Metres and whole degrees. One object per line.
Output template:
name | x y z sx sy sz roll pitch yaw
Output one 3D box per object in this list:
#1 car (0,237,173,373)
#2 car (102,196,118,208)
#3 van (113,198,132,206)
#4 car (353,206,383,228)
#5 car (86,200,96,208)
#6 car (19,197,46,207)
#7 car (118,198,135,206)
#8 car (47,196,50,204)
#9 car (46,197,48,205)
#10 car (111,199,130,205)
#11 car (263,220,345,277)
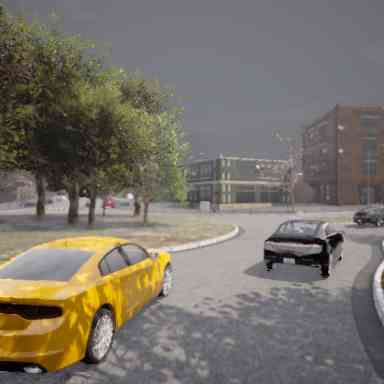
car | -1.799 1.565 6.108 1.882 1.535 5.008 -1 -1 13
car | -16.981 2.263 67.221 2.150 2.045 5.566 0 -1 -20
van | -17.611 2.465 84.068 4.442 1.987 1.878 0 0 -17
car | 14.734 1.861 25.600 4.892 1.490 1.837 -1 -1 -20
car | -21.676 2.420 71.293 2.097 1.767 4.553 0 -1 -17
car | -34.900 2.366 72.078 4.553 1.767 2.185 0 -1 -17
car | -15.131 2.654 76.100 4.792 1.488 2.163 0 -1 -17
car | -37.284 2.420 80.002 4.553 1.767 2.185 0 0 -17
car | -35.732 2.512 74.711 5.008 1.535 2.097 0 -1 -17
car | -19.902 2.722 92.087 5.008 1.535 2.097 0 0 -17
car | 3.850 1.678 11.054 2.128 1.511 4.902 0 -1 31
